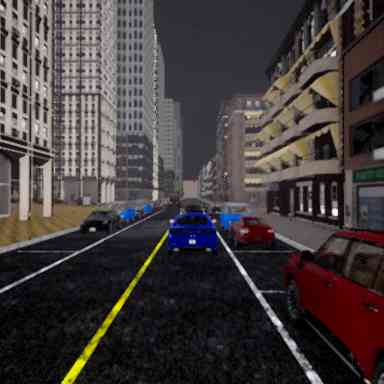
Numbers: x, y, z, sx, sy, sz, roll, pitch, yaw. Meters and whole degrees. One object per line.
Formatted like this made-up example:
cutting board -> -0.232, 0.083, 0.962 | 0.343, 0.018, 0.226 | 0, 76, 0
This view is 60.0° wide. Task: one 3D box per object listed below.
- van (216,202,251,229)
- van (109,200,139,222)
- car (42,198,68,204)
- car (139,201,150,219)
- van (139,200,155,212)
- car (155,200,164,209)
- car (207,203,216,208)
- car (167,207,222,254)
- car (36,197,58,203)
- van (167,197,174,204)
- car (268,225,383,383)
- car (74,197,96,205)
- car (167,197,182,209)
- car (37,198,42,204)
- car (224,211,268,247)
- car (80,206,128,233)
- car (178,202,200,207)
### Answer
van -> 2.706, 1.566, 21.159 | 1.690, 1.788, 3.998 | 0, -1, 0
van -> -5.670, 1.627, 26.814 | 1.690, 1.788, 3.998 | 0, -1, 0
car -> -26.657, 1.820, 65.841 | 4.206, 1.307, 1.802 | 1, -2, 0
car -> -5.665, 1.898, 32.460 | 2.008, 1.369, 4.403 | 0, -1, 0
van -> -5.661, 1.750, 38.111 | 1.690, 1.788, 3.998 | 0, -1, 0
car -> -5.648, 2.036, 55.055 | 1.967, 1.590, 4.097 | 0, -1, 0
car -> 2.719, 1.959, 38.102 | 2.008, 1.369, 4.403 | 0, -1, 0
car -> 0.040, 1.629, 14.229 | 1.882, 1.535, 5.008 | 0, 0, 1
car -> -32.305, 1.792, 74.214 | 4.206, 1.307, 1.802 | 1, -2, 0
van -> -5.623, 2.304, 87.528 | 1.690, 1.788, 3.998 | 0, -1, 0
car -> 2.693, 1.361, 4.215 | 2.192, 1.841, 5.009 | 0, -1, 0
car -> -21.080, 1.785, 65.853 | 4.097, 1.590, 1.967 | 1, -2, 0
car -> -2.963, 1.849, 57.497 | 2.150, 2.045, 5.566 | 0, -1, 0
car -> -32.226, 1.446, 65.842 | 5.009, 1.841, 2.192 | 1, -2, 0
car -> 2.702, 1.747, 15.508 | 1.802, 1.307, 4.206 | 0, -1, 0
car -> -5.674, 1.791, 21.164 | 1.947, 1.339, 4.313 | 0, -1, 0
car -> 0.043, 1.811, 28.500 | 1.837, 1.490, 4.892 | 0, 0, 1
